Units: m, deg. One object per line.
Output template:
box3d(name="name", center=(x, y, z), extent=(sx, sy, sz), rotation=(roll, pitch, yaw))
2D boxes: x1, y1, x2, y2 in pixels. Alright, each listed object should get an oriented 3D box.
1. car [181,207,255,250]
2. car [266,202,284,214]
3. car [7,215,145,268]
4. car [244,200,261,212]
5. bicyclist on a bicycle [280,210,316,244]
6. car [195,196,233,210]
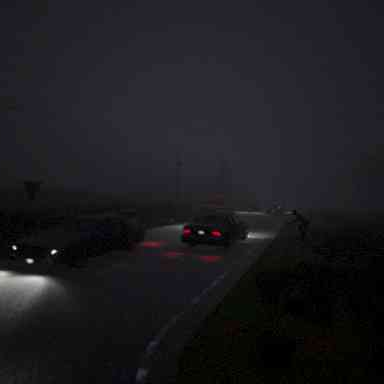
box3d(name="car", center=(1.249, 1.665, 15.271), extent=(2.033, 1.411, 5.357), rotation=(2, 0, 21))
box3d(name="car", center=(10.291, 1.959, 41.210), extent=(1.812, 1.442, 4.674), rotation=(2, 0, 20))
box3d(name="car", center=(-3.531, 1.521, 11.566), extent=(2.033, 1.411, 5.357), rotation=(2, 0, 19))
box3d(name="car", center=(8.353, 1.944, 45.585), extent=(1.837, 1.490, 4.892), rotation=(2, 0, 19))
box3d(name="bicyclist on a bicycle", center=(5.030, 1.679, 15.846), extent=(1.656, 1.620, 0.582), rotation=(1, 0, 19))
box3d(name="car", center=(1.926, 1.385, 27.210), extent=(2.150, 2.045, 5.566), rotation=(2, 0, 19))
